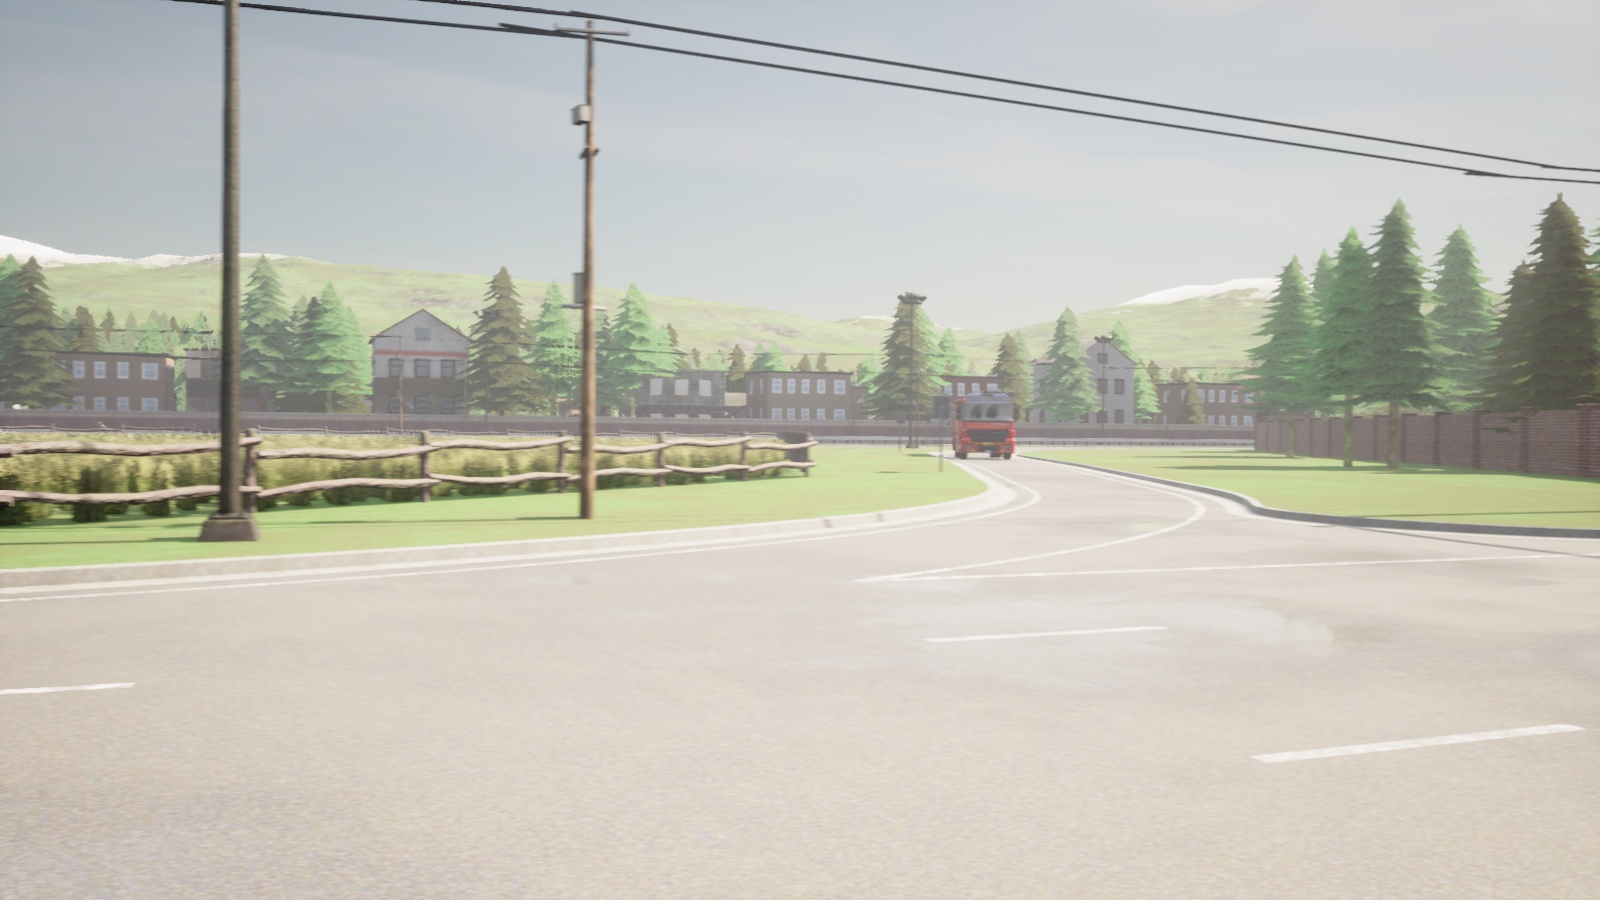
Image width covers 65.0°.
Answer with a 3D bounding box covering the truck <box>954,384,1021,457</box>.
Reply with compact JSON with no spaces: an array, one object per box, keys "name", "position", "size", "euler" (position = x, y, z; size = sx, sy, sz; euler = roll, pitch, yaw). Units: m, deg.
[{"name":"truck","position":[10.433,-1.644,70.636],"size":[2.891,3.827,8.468],"euler":[-1,1,3]}]
